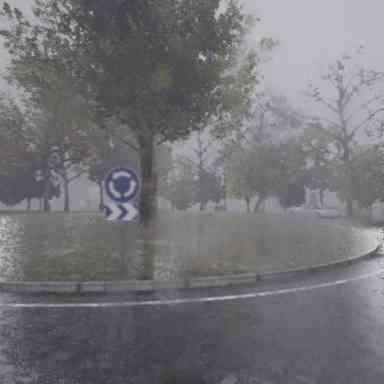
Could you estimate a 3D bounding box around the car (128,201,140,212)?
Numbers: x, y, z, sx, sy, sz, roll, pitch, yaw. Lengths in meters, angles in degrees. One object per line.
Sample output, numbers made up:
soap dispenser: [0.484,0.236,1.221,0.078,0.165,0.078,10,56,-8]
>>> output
car: [-6.717,1.639,35.932,4.718,1.301,1.895,0,0,-11]

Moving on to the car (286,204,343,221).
car: [10.466,1.722,28.952,1.895,1.301,4.718,0,0,-30]
